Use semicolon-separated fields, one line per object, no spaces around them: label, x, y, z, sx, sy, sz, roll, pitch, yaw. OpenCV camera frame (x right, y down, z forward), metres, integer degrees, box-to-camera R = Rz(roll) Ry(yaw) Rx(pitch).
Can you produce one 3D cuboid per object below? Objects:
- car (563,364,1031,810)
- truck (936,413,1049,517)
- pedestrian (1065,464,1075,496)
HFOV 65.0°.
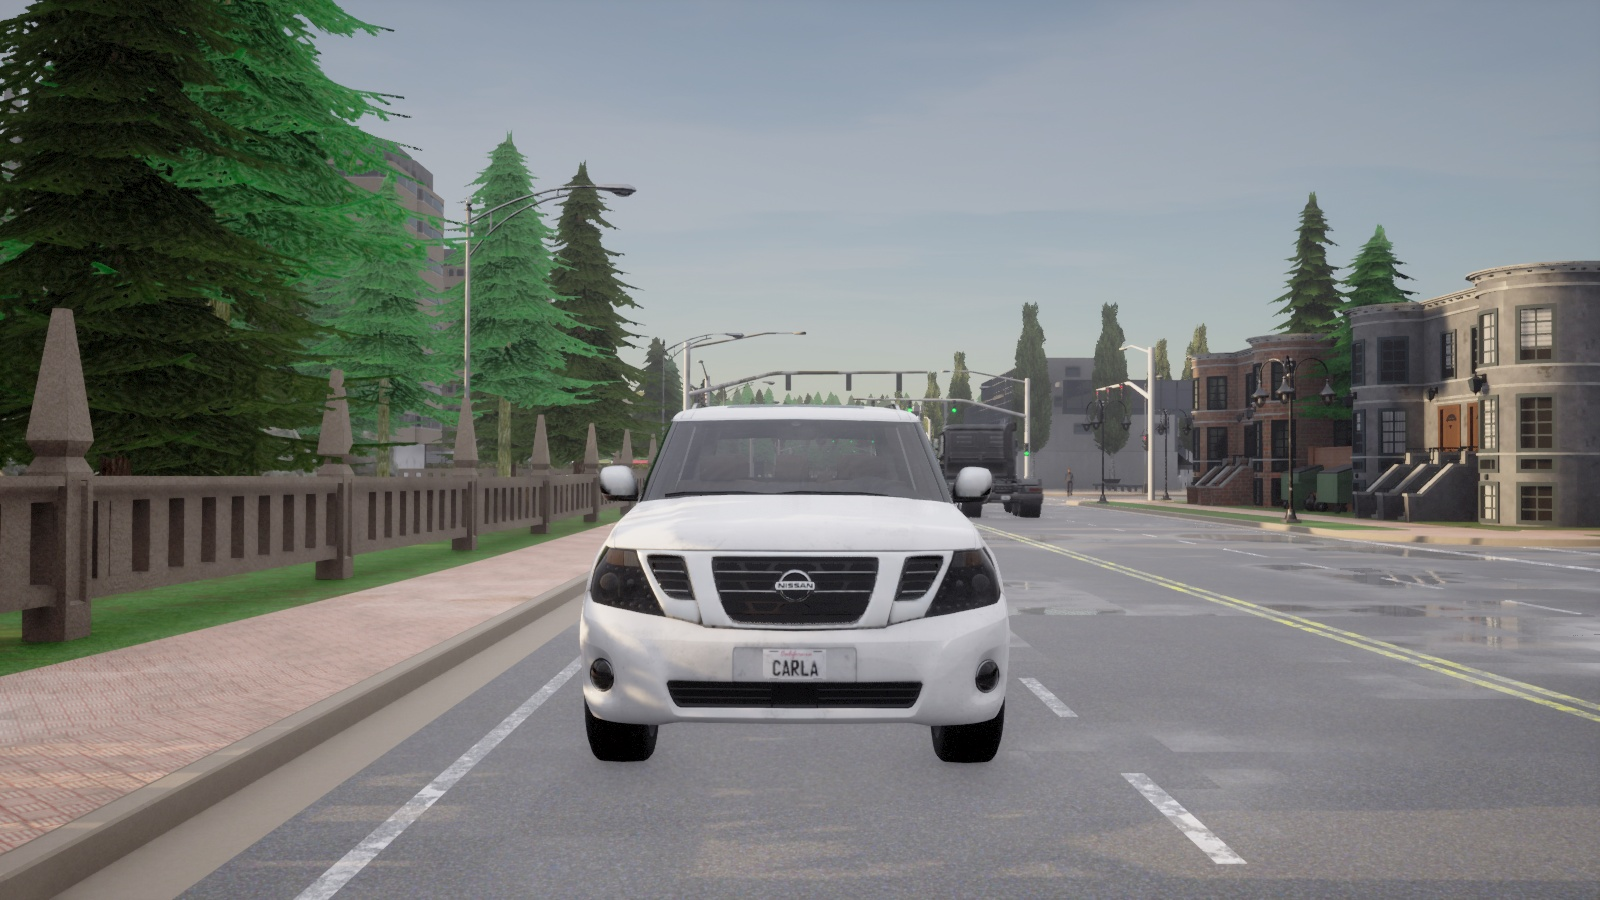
car;-0.025;0.677;8.577;2.150;2.045;5.566;0;-1;0
truck;6.869;0.577;46.080;2.891;3.462;7.936;0;-1;0
pedestrian;16.632;1.831;77.296;0.423;1.949;0.788;0;-1;2
